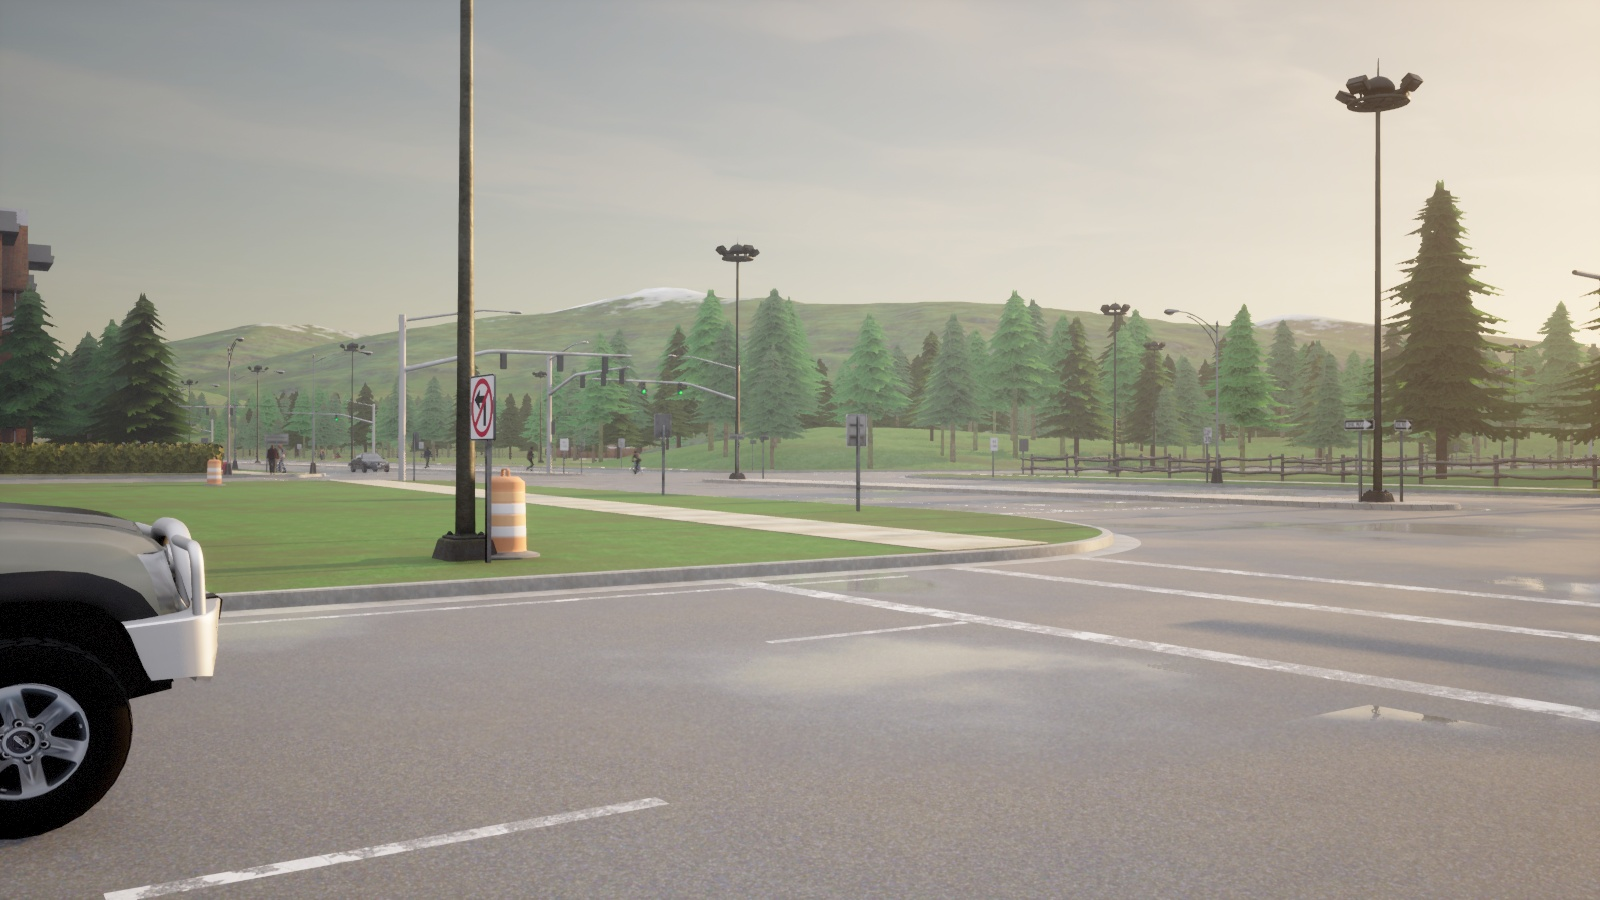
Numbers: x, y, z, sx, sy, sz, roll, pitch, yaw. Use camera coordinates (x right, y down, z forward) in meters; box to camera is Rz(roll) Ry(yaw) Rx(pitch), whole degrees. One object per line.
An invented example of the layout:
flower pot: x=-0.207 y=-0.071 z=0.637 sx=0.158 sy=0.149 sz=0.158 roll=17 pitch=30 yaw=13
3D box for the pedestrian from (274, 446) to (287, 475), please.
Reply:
pedestrian: x=-32.133 y=0.642 z=77.694 sx=0.706 sy=1.836 sz=0.354 roll=0 pitch=0 yaw=-23

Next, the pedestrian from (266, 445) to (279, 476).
pedestrian: x=-31.228 y=0.630 z=74.396 sx=0.634 sy=1.844 sz=0.899 roll=0 pitch=0 yaw=-28

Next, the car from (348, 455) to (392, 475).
car: x=-31.644 y=1.063 z=92.293 sx=1.812 sy=1.442 sz=4.674 roll=0 pitch=0 yaw=-35

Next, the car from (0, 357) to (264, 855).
car: x=-4.662 y=0.583 z=4.678 sx=4.605 sy=1.855 sz=1.932 roll=0 pitch=0 yaw=-35
